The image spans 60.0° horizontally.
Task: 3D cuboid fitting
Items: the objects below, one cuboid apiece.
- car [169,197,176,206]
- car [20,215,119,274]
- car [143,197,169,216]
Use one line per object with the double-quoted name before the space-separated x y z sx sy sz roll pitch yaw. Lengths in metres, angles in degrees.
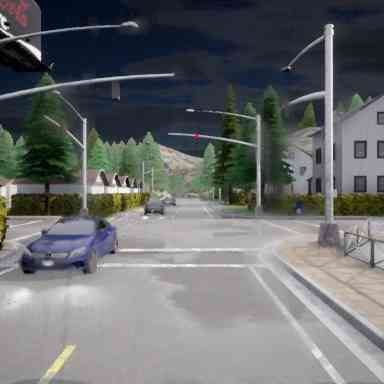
"car" -3.563 1.493 52.780 2.128 1.511 4.902 0 0 0
"car" -3.614 1.523 10.673 1.812 1.442 4.674 0 0 0
"car" -3.603 1.505 32.797 1.837 1.490 4.892 0 0 0
